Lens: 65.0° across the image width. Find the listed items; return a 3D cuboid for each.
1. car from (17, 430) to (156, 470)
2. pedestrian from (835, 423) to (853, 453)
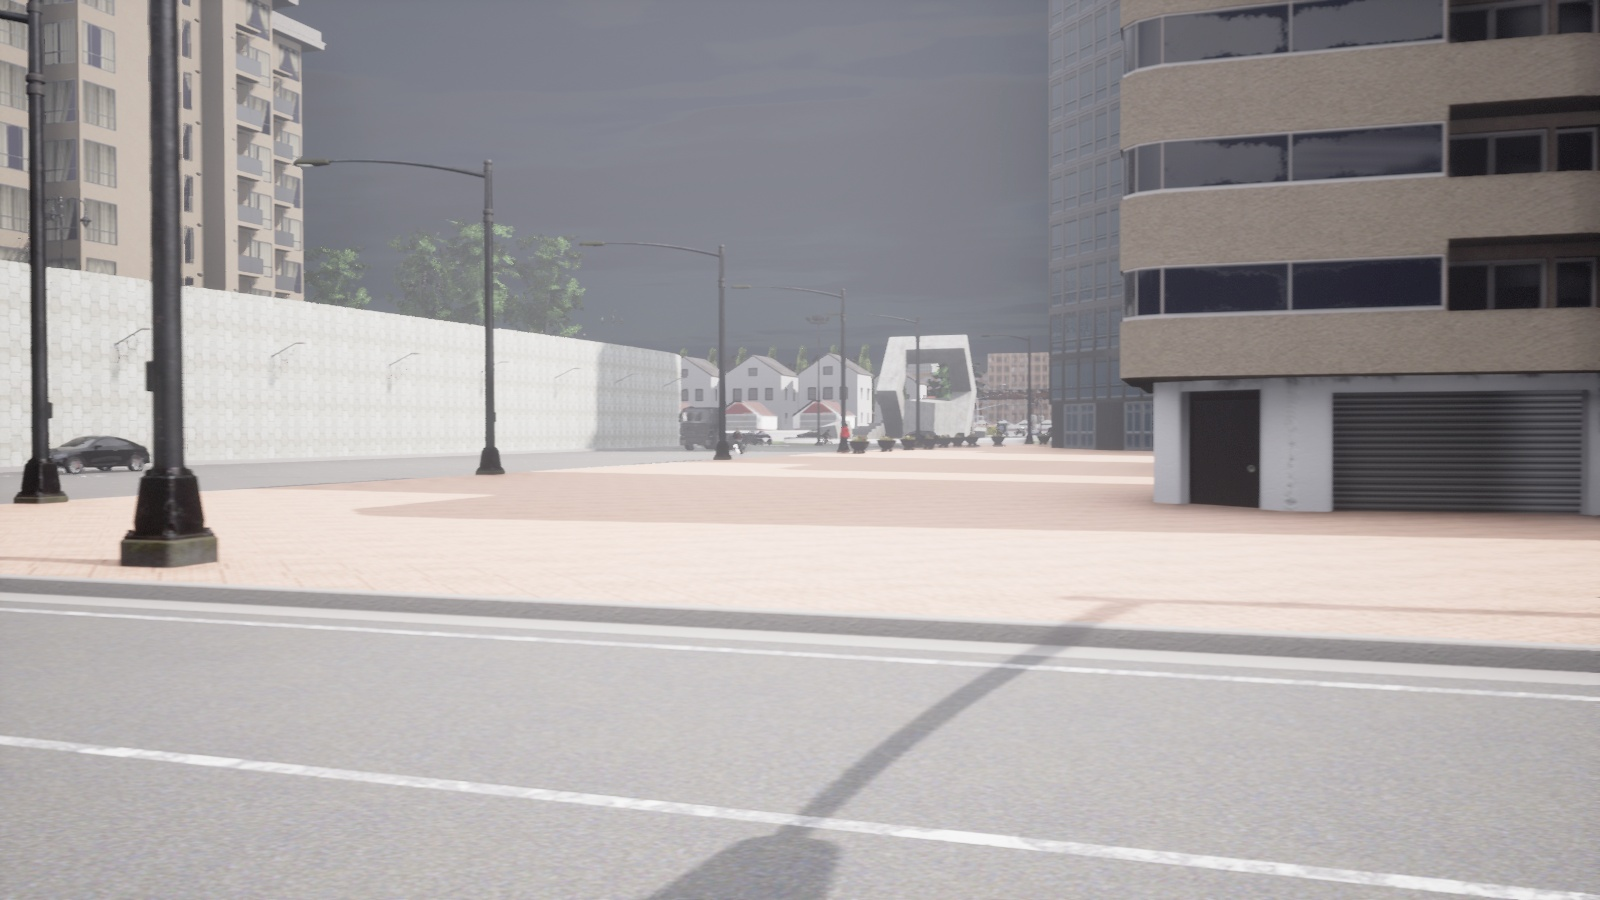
[{"bbox_3d":[-27.687,-0.035,48.905,1.812,1.442,4.674,1,1,19],"label":"car"},{"bbox_3d":[2.657,-0.722,75.773,0.899,1.844,0.634,0,1,-35],"label":"pedestrian"}]
